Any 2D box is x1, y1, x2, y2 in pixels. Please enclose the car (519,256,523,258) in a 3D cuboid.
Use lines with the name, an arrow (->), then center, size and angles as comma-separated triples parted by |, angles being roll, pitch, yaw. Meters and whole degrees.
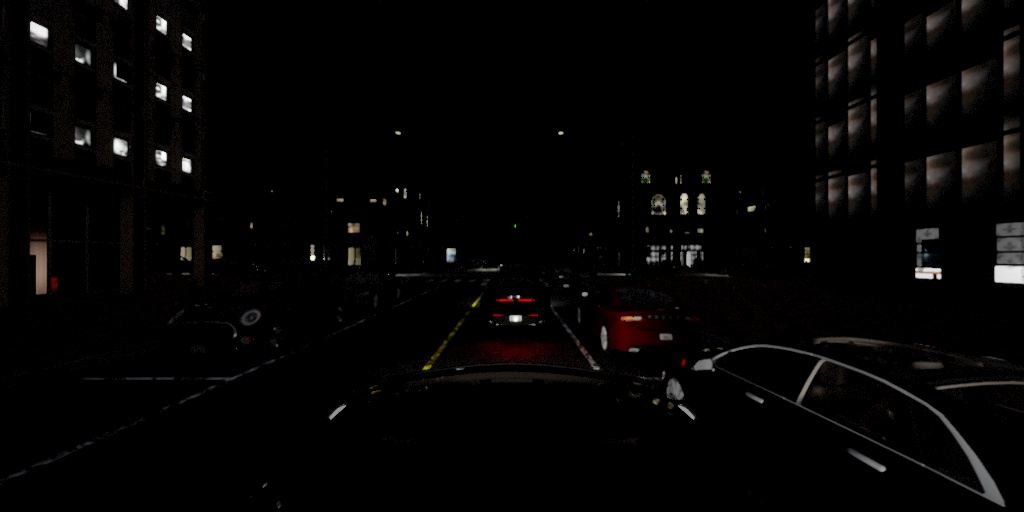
car -> 2.631, 1.084, 63.304 | 1.802, 1.307, 4.207 | 0, 0, 0

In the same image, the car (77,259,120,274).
car -> -36.517, 1.003, 32.406 | 4.403, 1.370, 2.007 | 0, 0, 1

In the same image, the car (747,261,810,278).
car -> 23.614, 1.309, 31.505 | 4.207, 1.307, 1.802 | 0, 0, 1

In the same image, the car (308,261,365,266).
car -> -16.601, 1.142, 34.710 | 4.718, 1.301, 1.895 | 0, 0, 1

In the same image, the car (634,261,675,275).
car -> 14.776, 1.254, 37.457 | 4.181, 1.385, 1.994 | 0, 0, 1

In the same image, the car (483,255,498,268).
car -> -3.133, 1.021, 52.938 | 1.882, 1.535, 5.008 | 0, 0, 1

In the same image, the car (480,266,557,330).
car -> 0.092, 1.218, 10.946 | 1.837, 1.490, 4.892 | 0, 0, 0

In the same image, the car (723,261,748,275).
car -> 24.592, 1.265, 37.320 | 4.674, 1.442, 1.812 | 0, 0, 1

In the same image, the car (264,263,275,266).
car -> -26.242, 0.850, 34.850 | 4.553, 1.767, 2.097 | 0, 0, 1

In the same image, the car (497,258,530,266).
car -> 0.089, 1.129, 26.037 | 1.882, 1.535, 5.008 | 0, 0, 0

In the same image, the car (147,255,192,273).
car -> -30.981, 0.790, 32.327 | 5.009, 1.841, 2.192 | 0, 0, 1

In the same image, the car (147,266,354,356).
car -> -5.696, 1.162, 8.497 | 1.967, 1.591, 4.097 | 0, 0, 0

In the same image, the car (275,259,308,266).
car -> -25.491, 1.036, 40.629 | 4.829, 1.417, 1.751 | 0, 0, 1

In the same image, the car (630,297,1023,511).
car -> 2.690, 1.296, 2.796 | 2.007, 1.370, 4.403 | 0, 0, 0

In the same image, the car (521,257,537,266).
car -> 2.642, 1.112, 52.262 | 1.948, 1.339, 4.313 | 0, 0, 0

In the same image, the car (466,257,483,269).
car -> -5.739, 1.128, 52.267 | 1.802, 1.307, 4.207 | 0, 0, 0

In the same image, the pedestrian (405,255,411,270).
pedestrian -> -12.592, 0.711, 43.389 | 0.375, 1.860, 0.375 | 0, 0, 1

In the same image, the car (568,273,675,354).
car -> 2.685, 1.267, 8.488 | 1.888, 1.381, 4.507 | 0, 0, 0

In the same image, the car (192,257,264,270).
car -> -25.444, 1.050, 32.247 | 4.403, 1.370, 2.007 | 0, 0, 1

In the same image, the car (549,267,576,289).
car -> 2.674, 1.227, 19.872 | 2.007, 1.370, 4.403 | 0, 0, 0

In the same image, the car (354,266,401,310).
car -> -5.702, 1.250, 14.189 | 2.007, 1.370, 4.403 | 0, 0, 0
